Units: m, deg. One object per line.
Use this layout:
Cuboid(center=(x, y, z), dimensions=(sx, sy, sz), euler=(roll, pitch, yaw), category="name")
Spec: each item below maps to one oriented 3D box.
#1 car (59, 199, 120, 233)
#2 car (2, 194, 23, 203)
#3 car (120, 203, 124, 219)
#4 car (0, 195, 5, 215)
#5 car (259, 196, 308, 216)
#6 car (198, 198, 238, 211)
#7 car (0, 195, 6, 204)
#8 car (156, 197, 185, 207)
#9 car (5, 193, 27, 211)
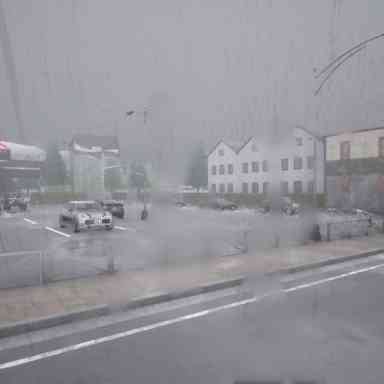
Cuboid(center=(-5.654, 1.248, 17.647), dimensions=(1.970, 1.475, 3.806), euler=(0, 0, -36), category="car")
Cuboid(center=(-39.301, 1.328, 72.998), dimensions=(3.866, 1.878, 1.905), euler=(0, 0, -36), category="car")
Cuboid(center=(-6.783, 1.313, 25.511), dimensions=(2.007, 1.523, 4.514), euler=(0, 0, -36), category="car")
Cuboid(center=(-18.256, 1.113, 29.604), dimensions=(1.932, 1.855, 4.605), euler=(0, 0, -36), category="car")
Cuboid(center=(8.427, 1.176, 30.575), dimensions=(2.097, 1.767, 4.553), euler=(0, 0, -35), category="car")
Cuboid(center=(2.892, 1.371, 38.341), dimensions=(2.033, 1.411, 5.357), euler=(0, 0, -36), category="car")
Cuboid(center=(-39.529, 1.495, 65.869), dimensions=(4.611, 1.667, 2.242), euler=(0, 0, -36), category="car")
Cuboid(center=(-3.111, 1.371, 46.836), dimensions=(2.033, 1.411, 5.357), euler=(0, 0, -35), category="car")
Cuboid(center=(-20.168, 1.092, 37.914), dimensions=(1.905, 1.878, 3.866), euler=(0, 0, -36), category="car")
